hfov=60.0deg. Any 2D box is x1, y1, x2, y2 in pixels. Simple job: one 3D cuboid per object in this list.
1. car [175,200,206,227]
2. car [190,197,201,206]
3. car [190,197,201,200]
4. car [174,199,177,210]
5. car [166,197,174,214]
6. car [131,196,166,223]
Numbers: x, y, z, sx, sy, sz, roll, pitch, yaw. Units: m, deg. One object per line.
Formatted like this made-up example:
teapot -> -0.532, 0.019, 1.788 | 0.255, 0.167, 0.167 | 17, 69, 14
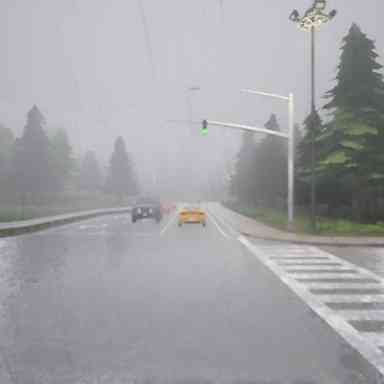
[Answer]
car -> 0.027, 1.602, 24.083 | 1.882, 1.535, 5.008 | 0, 0, 0
car -> 0.734, 1.836, 65.034 | 1.837, 1.490, 4.892 | 0, 0, 2
car -> 0.328, 1.828, 54.642 | 2.033, 1.411, 5.357 | 0, 0, 2
car -> -3.360, 1.598, 48.111 | 2.097, 1.767, 4.553 | 0, 0, 1
car -> -3.521, 1.546, 37.861 | 2.097, 1.767, 4.553 | 0, 0, 1
car -> -3.583, 1.363, 27.568 | 2.150, 2.045, 5.566 | 0, 0, -1
